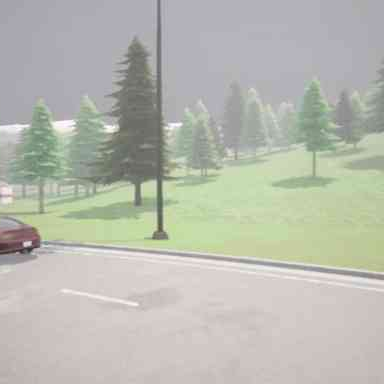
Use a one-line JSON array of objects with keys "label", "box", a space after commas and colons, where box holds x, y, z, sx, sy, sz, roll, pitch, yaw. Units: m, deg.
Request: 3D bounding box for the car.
[{"label": "car", "box": [-7.340, 1.479, 11.381, 4.674, 1.442, 1.812, 0, 0, 22]}]
